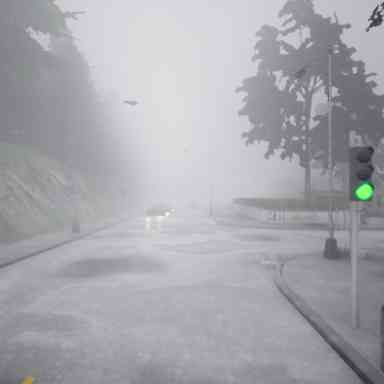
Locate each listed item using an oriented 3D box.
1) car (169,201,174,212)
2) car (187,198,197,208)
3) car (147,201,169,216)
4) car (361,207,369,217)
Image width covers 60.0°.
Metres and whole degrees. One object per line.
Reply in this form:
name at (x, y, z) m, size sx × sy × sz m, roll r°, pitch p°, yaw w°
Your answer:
car at (-4.082, 2.206, 48.297) m, size 1.994 × 1.385 × 4.181 m, roll 0°, pitch -1°, yaw 0°
car at (0.006, 2.385, 64.703) m, size 1.812 × 1.442 × 4.674 m, roll 0°, pitch -1°, yaw 0°
car at (-4.085, 2.081, 38.857) m, size 1.994 × 1.385 × 4.181 m, roll 0°, pitch -1°, yaw 0°
car at (15.789, 1.742, 33.182) m, size 1.994 × 1.381 × 4.181 m, roll 0°, pitch -1°, yaw 0°
